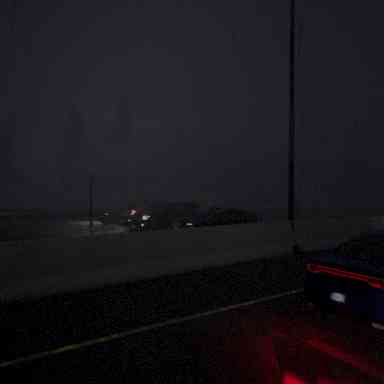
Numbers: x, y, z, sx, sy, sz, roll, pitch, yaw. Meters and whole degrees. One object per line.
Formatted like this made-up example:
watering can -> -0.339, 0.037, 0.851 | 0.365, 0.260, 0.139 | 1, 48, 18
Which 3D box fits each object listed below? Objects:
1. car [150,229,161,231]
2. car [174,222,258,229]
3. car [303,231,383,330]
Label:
car -> -1.335, 1.359, 19.778 | 4.553, 1.767, 2.097 | 0, 0, -32
car -> 1.273, 1.515, 17.308 | 4.902, 1.511, 2.128 | 0, 0, -32
car -> 4.371, 1.513, 6.607 | 5.008, 1.535, 1.882 | 0, 0, -33
